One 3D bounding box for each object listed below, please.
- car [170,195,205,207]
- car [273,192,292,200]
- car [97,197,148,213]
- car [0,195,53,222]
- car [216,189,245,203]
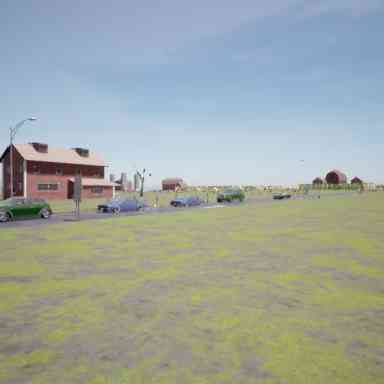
[{"bbox_3d":[-0.457,1.024,41.076,2.033,1.411,5.357,1,1,35],"label":"car"},{"bbox_3d":[16.196,0.730,59.102,1.895,1.301,4.718,1,1,36],"label":"car"},{"bbox_3d":[-6.653,1.182,32.509,2.033,1.411,5.357,1,1,36],"label":"car"},{"bbox_3d":[-12.672,1.136,24.173,2.097,1.767,4.553,1,1,36],"label":"car"},{"bbox_3d":[5.843,0.536,49.706,2.150,2.045,5.566,1,1,36],"label":"car"}]
